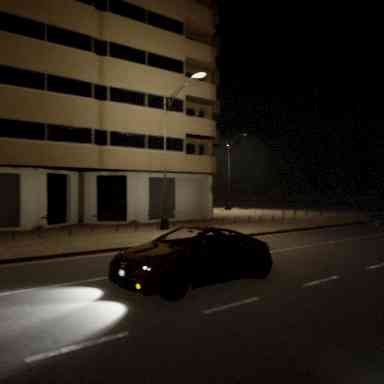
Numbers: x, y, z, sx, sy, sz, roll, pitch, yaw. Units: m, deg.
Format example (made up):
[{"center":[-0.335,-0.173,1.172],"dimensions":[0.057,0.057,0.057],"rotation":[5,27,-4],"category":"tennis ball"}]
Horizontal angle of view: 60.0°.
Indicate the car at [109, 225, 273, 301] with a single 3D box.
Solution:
[{"center":[0.094,1.561,8.367],"dimensions":[4.181,1.385,1.994],"rotation":[0,0,-36],"category":"car"}]
